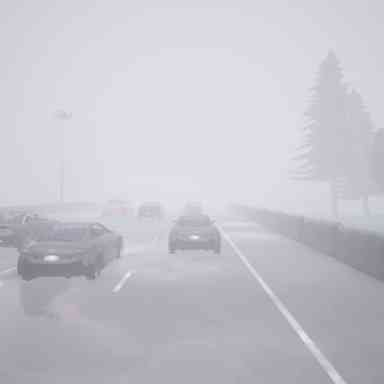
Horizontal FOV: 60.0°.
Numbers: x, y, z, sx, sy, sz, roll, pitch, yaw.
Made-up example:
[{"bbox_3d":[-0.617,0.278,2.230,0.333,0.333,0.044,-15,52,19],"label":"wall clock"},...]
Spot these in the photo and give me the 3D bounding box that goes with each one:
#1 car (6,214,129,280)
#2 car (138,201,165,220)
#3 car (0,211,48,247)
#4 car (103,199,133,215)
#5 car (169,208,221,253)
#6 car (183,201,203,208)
[{"bbox_3d":[-3.399,1.577,10.059,1.994,1.385,4.181,0,0,0],"label":"car"},{"bbox_3d":[-3.398,1.521,28.503,1.882,1.535,5.008,0,0,0],"label":"car"},{"bbox_3d":[-6.899,1.509,13.532,2.128,1.511,4.902,0,0,0],"label":"car"},{"bbox_3d":[-6.897,1.419,31.451,2.097,1.767,4.553,0,-1,0],"label":"car"},{"bbox_3d":[0.101,1.581,13.790,1.994,1.385,4.181,0,0,0],"label":"car"},{"bbox_3d":[0.100,1.618,32.334,2.033,1.411,5.357,0,0,0],"label":"car"}]
